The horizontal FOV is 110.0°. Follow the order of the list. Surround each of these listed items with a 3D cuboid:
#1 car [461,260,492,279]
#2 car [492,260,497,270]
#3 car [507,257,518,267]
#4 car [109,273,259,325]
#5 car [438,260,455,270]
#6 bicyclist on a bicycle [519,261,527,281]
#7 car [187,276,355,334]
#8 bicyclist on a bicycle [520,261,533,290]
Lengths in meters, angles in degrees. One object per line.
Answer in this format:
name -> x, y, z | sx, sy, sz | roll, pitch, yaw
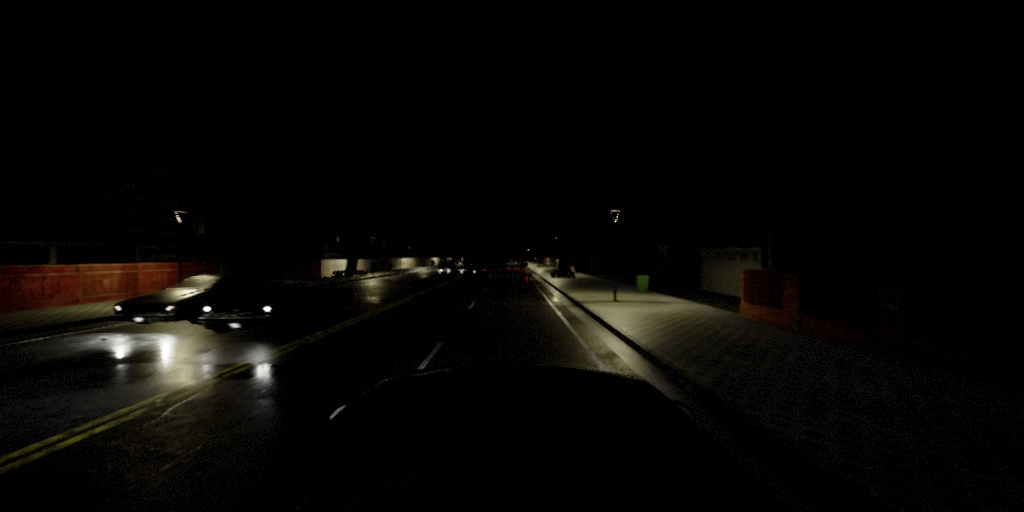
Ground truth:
car -> -3.147, 1.307, 32.111 | 1.994, 1.385, 4.181 | 0, 0, 0
car -> -3.145, 1.303, 50.289 | 1.994, 1.385, 4.181 | 0, 0, 0
car -> 0.052, 1.339, 64.417 | 1.895, 1.301, 4.718 | 0, 0, 0
car -> -9.849, 1.296, 12.119 | 2.033, 1.411, 5.357 | 0, 0, 0
car -> -9.793, 1.286, 54.132 | 2.033, 1.411, 5.357 | 0, 0, 1
bicyclist on a bicycle -> 0.897, 1.197, 29.236 | 0.582, 1.620, 1.656 | 0, 0, 0
car -> -6.600, 1.349, 10.753 | 1.895, 1.301, 4.718 | 0, 0, 0
bicyclist on a bicycle -> 0.874, 1.182, 21.280 | 0.866, 1.612, 1.509 | 0, 0, 0
